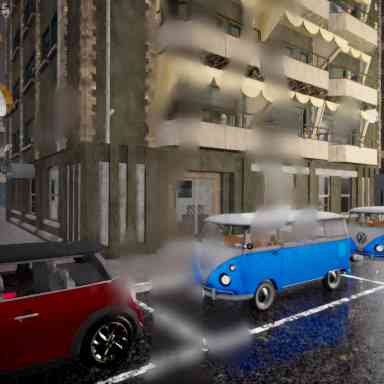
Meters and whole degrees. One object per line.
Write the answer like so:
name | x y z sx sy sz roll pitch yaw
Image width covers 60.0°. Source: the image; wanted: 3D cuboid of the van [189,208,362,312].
van | 1.852 1.342 7.428 3.998 1.788 1.690 0 0 -36

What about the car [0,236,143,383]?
car | -2.773 1.440 4.114 4.097 1.590 1.967 0 0 -36

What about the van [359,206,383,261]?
van | 6.477 1.345 10.741 3.998 1.788 1.690 0 0 -36
